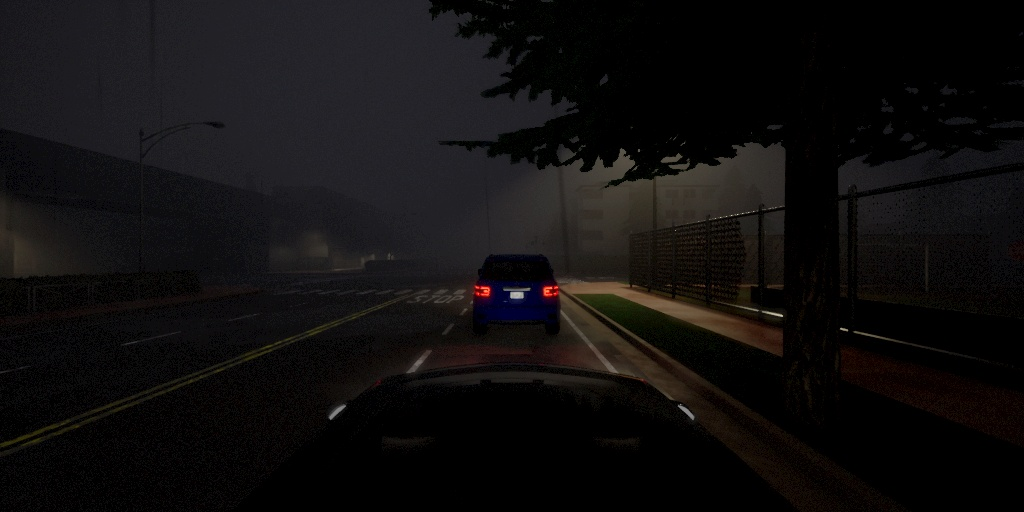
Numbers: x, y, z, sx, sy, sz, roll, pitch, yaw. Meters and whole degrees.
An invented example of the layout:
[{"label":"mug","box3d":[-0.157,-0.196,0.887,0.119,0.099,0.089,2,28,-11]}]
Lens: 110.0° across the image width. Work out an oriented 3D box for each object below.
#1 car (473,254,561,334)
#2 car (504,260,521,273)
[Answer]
[{"label":"car","box3d":[0.117,0.972,10.707,2.150,2.045,5.566,0,0,0]},{"label":"car","box3d":[0.032,1.242,45.583,2.128,1.511,4.902,0,0,0]}]
